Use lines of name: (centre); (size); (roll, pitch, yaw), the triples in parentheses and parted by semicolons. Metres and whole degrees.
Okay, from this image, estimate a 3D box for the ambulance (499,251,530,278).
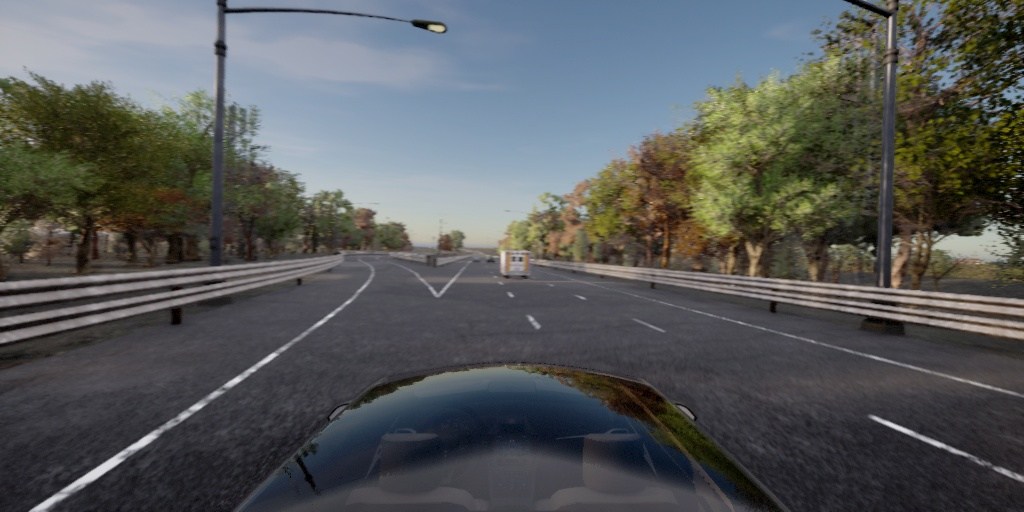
ambulance: (0.158, 0.765, 34.000); (2.351, 2.431, 6.366); (2, 0, -6)
